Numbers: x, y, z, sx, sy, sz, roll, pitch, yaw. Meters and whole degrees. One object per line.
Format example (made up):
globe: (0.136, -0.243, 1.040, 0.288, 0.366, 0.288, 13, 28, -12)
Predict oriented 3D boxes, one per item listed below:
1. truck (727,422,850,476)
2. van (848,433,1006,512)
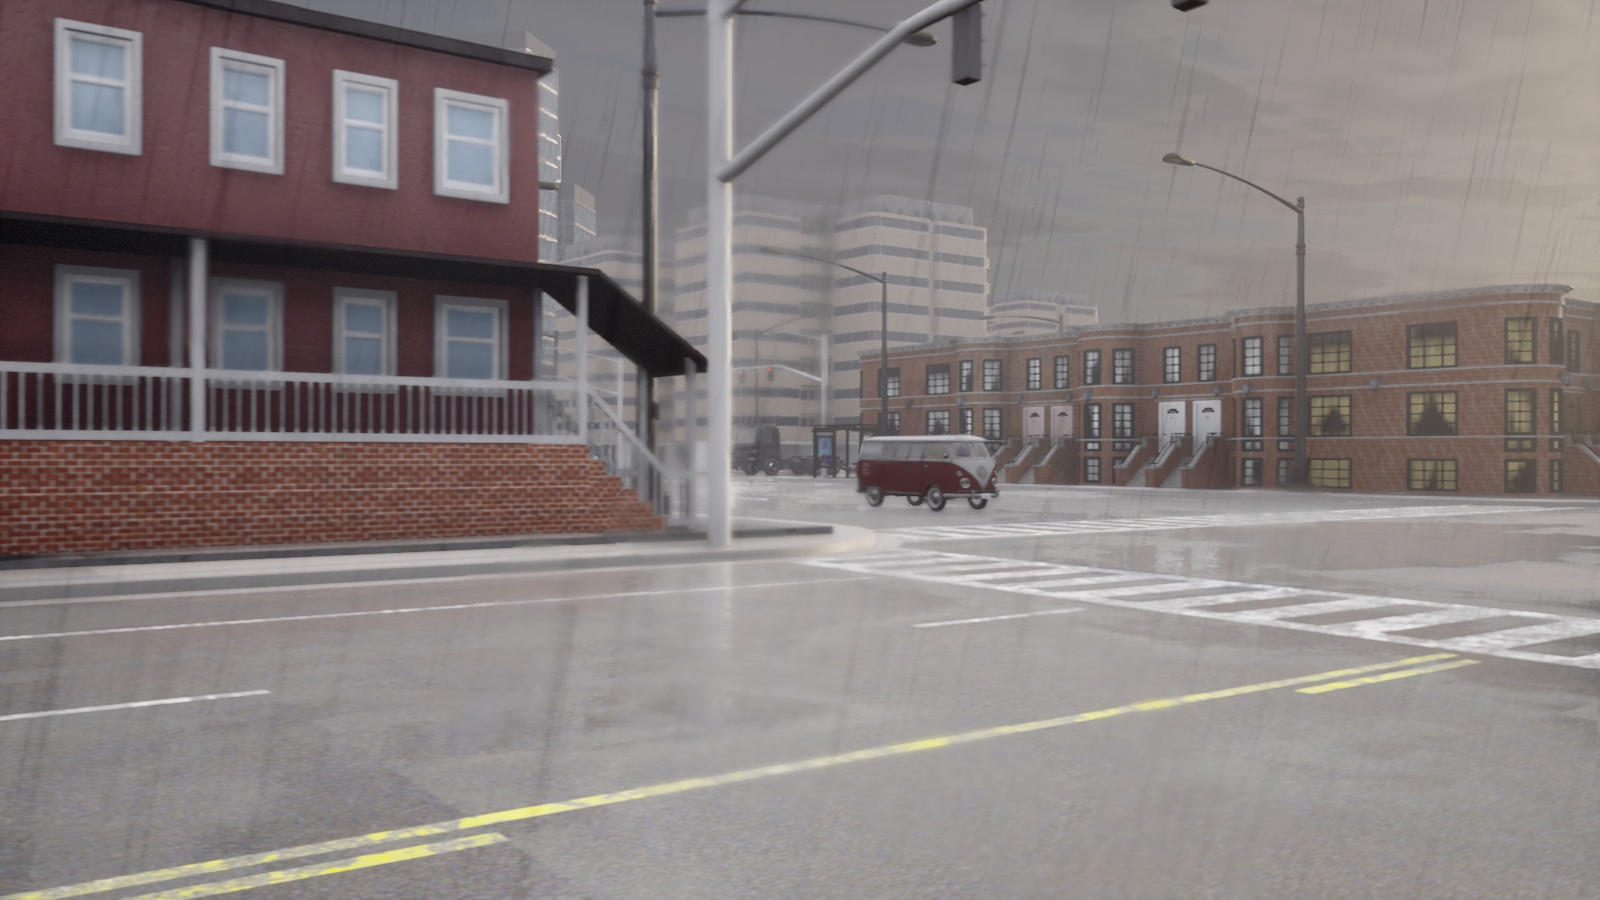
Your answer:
truck: (-0.702, -0.030, 83.930, 7.936, 3.462, 2.891, 0, 0, -35)
van: (3.360, 0.571, 33.951, 1.775, 1.987, 4.442, 0, 0, -35)
